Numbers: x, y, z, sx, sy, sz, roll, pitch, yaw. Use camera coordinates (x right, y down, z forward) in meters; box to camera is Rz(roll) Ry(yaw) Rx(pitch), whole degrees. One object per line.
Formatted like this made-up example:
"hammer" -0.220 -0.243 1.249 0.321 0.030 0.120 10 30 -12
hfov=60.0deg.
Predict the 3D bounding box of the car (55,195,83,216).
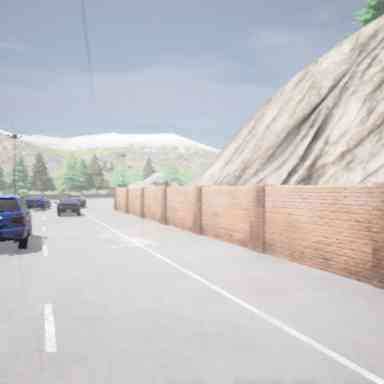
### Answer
"car" -10.937 1.260 29.338 1.837 1.490 4.892 0 1 -22

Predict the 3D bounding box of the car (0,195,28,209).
"car" -21.146 1.152 39.473 1.837 1.490 4.892 0 0 -11

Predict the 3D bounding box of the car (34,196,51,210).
"car" -16.921 1.160 36.703 1.882 1.535 5.008 -1 1 -12

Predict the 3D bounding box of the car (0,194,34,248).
"car" -7.877 1.099 13.695 2.150 2.045 5.566 0 1 -24

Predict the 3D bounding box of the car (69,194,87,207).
"car" -14.183 1.015 40.643 2.097 1.767 4.553 0 0 -12
